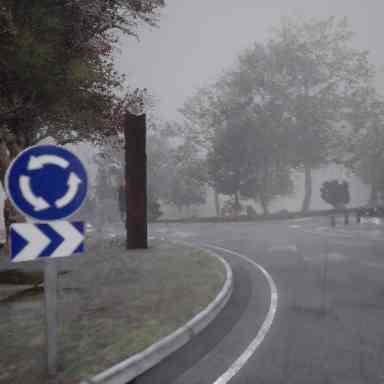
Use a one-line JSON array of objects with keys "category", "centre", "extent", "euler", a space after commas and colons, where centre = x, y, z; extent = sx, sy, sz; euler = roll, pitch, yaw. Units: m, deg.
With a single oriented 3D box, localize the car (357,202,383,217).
[{"category": "car", "centre": [17.703, 1.631, 31.902], "extent": [4.718, 1.301, 1.895], "euler": [-1, -1, -40]}]
